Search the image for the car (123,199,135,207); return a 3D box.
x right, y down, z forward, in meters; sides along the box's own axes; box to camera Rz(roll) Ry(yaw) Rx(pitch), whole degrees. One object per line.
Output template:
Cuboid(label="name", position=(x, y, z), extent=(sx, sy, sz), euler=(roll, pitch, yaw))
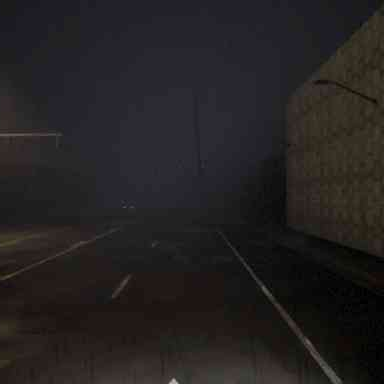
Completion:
Cuboid(label="car", position=(-14.003, 2.327, 74.178), extent=(2.097, 1.767, 4.553), euler=(0, -1, 0))
